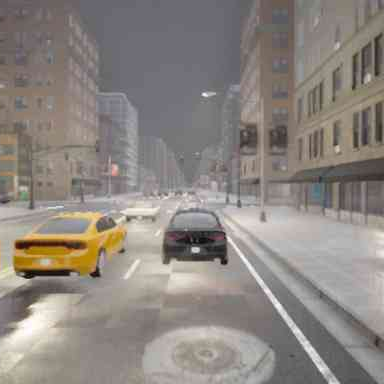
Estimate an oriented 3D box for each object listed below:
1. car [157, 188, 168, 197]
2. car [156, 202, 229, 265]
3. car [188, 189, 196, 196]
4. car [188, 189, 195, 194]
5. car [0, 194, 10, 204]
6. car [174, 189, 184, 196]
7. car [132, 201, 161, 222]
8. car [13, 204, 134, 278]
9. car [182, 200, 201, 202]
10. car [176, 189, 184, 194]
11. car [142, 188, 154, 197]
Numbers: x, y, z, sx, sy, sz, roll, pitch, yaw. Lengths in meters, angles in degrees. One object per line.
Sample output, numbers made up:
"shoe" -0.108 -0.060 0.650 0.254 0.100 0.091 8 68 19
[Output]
"car" -6.576 0.018 75.312 2.150 2.045 5.566 0 1 0
"car" 0.090 1.300 11.042 1.882 1.535 5.008 0 1 0
"car" -0.084 0.135 83.200 1.882 1.535 5.008 0 1 0
"car" -0.095 -0.162 93.616 1.882 1.535 5.008 0 1 0
"car" -25.417 0.925 42.202 4.313 1.339 1.947 0 1 0
"car" -3.334 0.160 83.197 1.837 1.490 4.892 0 1 0
"car" -3.172 1.245 22.420 1.895 1.301 4.718 0 1 0
"car" -3.158 1.325 9.646 1.882 1.535 5.008 0 1 0
"car" -0.019 1.214 20.860 2.033 1.411 5.357 0 1 0
"car" -3.345 -0.098 93.614 2.033 1.411 5.357 0 1 0
"car" -9.826 0.021 75.309 2.150 2.045 5.566 0 1 0
